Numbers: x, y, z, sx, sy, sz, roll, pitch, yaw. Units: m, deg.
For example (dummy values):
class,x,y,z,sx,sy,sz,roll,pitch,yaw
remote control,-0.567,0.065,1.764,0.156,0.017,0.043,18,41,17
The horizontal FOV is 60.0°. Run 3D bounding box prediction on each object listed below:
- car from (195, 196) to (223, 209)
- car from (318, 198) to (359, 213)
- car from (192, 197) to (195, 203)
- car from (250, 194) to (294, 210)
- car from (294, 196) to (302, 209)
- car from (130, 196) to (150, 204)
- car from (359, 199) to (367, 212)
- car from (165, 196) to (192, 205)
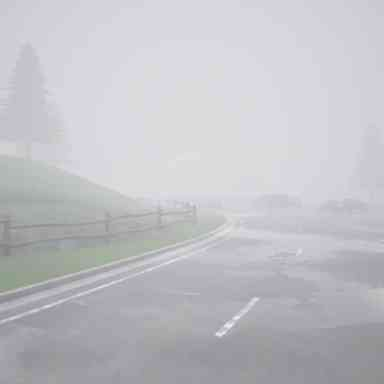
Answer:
class,x,y,z,sx,sy,sz,roll,pitch,yaw
car,2.486,1.526,44.218,1.812,1.442,4.674,0,0,-23
car,15.621,1.526,36.281,1.812,1.442,4.674,0,0,-8
car,1.308,1.491,59.027,2.128,1.511,4.902,0,0,-41
car,10.365,1.221,43.498,2.150,2.045,5.566,0,0,-21
car,13.074,1.352,46.135,2.097,1.767,4.553,0,0,-20
car,-9.396,1.491,60.612,2.128,1.511,4.902,0,0,-43
car,18.601,1.505,39.495,1.837,1.490,4.892,0,0,-10
car,-2.745,1.478,58.453,1.882,1.535,5.008,0,0,-42
